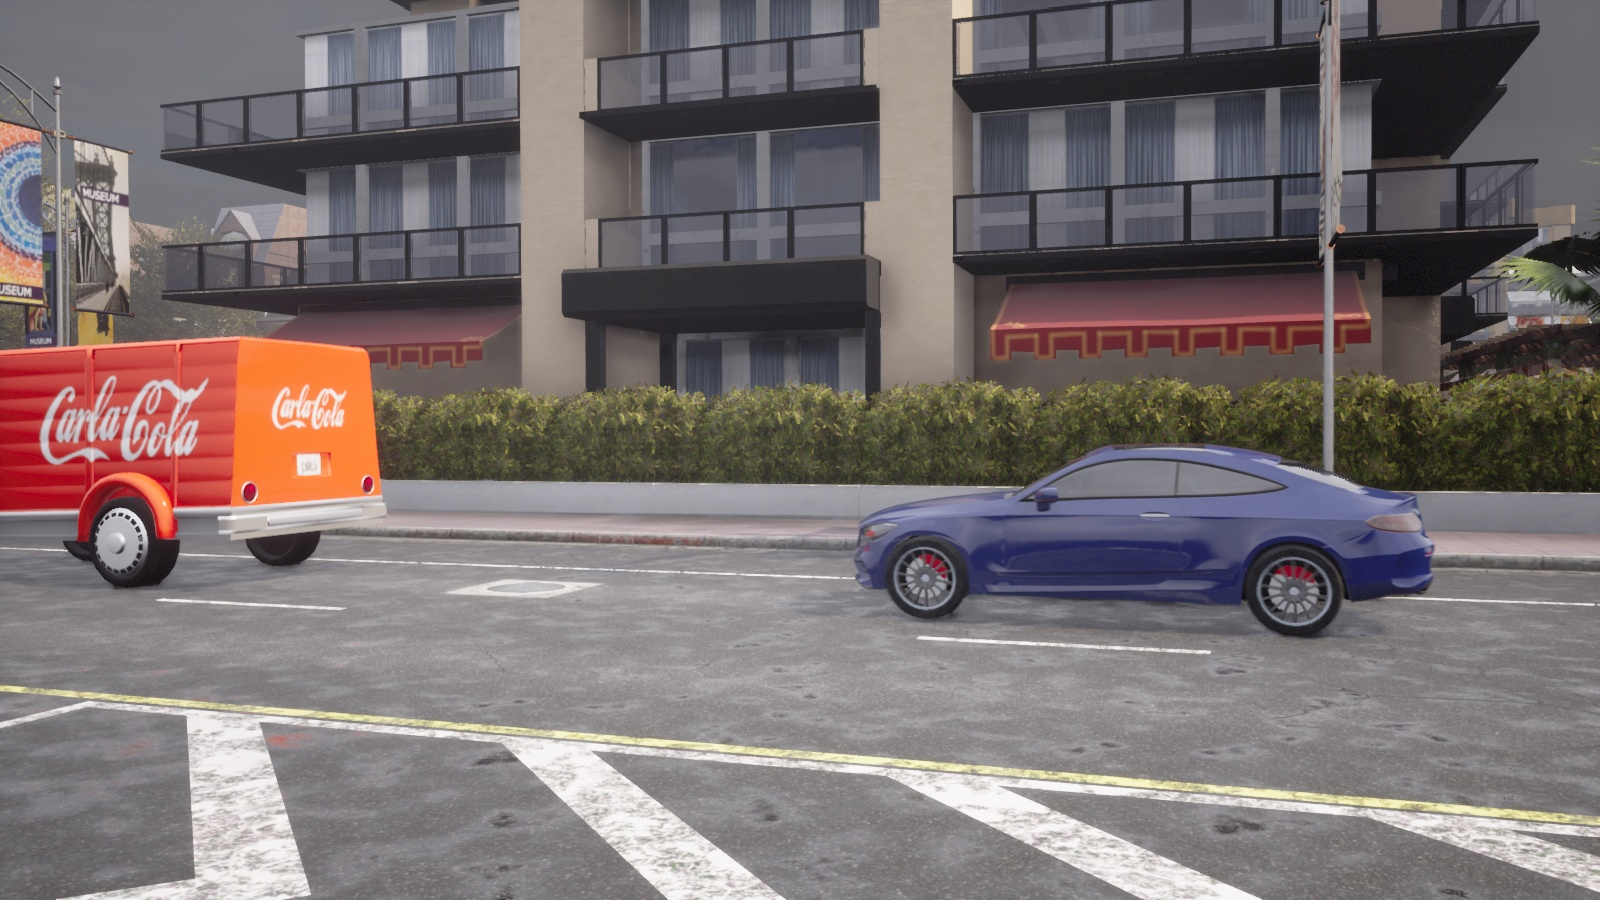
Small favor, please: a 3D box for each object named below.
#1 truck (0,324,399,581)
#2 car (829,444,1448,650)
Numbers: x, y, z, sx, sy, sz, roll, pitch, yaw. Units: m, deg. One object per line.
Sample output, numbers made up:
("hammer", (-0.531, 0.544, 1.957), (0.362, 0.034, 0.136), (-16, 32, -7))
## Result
("truck", (-7.568, 0.060, 14.145), (5.204, 2.467, 2.627), (-1, 0, 19))
("car", (2.748, 0.692, 10.679), (4.674, 1.442, 1.812), (1, 1, 19))
